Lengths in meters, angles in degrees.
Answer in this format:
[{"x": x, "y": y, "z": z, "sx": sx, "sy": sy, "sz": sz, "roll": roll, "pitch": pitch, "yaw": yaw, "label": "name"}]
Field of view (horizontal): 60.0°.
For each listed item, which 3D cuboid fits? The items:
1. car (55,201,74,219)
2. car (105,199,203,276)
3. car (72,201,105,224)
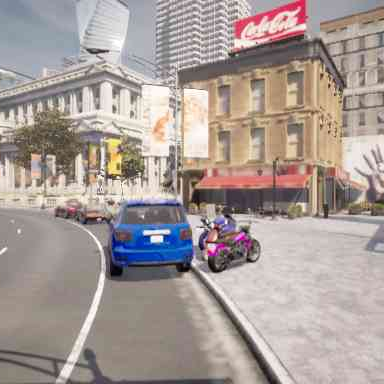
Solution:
[{"x": -10.642, "y": 1.502, "z": 29.304, "sx": 2.002, "sy": 1.452, "sz": 4.674, "roll": 0, "pitch": 0, "yaw": -38, "label": "car"}, {"x": -1.533, "y": 1.217, "z": 10.591, "sx": 2.150, "sy": 2.045, "sz": 5.566, "roll": 0, "pitch": 0, "yaw": -15, "label": "car"}, {"x": -7.348, "y": 1.580, "z": 24.614, "sx": 1.895, "sy": 1.301, "sz": 4.718, "roll": 0, "pitch": 0, "yaw": -28, "label": "car"}]
